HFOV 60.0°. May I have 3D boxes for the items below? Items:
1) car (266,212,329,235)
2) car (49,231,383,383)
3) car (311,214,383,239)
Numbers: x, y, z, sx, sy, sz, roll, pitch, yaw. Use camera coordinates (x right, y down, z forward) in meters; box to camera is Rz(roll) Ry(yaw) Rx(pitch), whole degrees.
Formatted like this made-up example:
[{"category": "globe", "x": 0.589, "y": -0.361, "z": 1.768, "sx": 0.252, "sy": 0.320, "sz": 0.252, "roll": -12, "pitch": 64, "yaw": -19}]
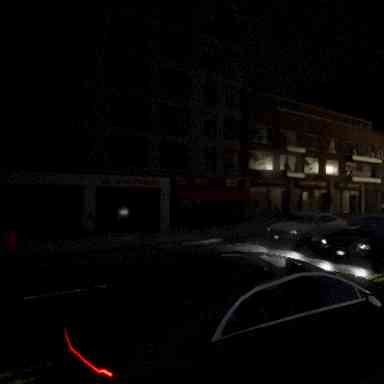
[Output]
[{"category": "car", "x": 5.491, "y": 1.659, "z": 15.455, "sx": 4.674, "sy": 1.442, "sz": 1.812, "roll": 1, "pitch": 0, "yaw": -35}, {"category": "car", "x": 0.924, "y": 1.521, "z": 4.054, "sx": 4.902, "sy": 1.511, "sz": 2.128, "roll": 1, "pitch": 0, "yaw": -35}, {"category": "car", "x": 7.148, "y": 1.680, "z": 12.651, "sx": 5.357, "sy": 1.411, "sz": 2.033, "roll": 1, "pitch": 0, "yaw": -35}]
